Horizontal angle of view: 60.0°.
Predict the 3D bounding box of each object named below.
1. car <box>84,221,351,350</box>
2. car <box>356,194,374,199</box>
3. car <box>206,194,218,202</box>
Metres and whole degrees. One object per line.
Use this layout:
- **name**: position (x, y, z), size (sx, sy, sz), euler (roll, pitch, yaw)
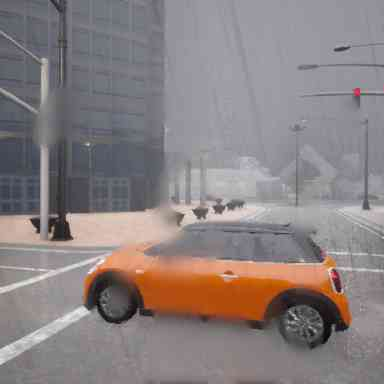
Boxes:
- **car**: position (0.336, 1.333, 6.127), size (4.553, 1.767, 2.097), euler (0, 0, 17)
- **car**: position (42.869, 1.393, 85.251), size (2.128, 1.511, 4.902), euler (0, 0, -35)
- **car**: position (3.745, 1.246, 67.913), size (2.128, 1.511, 4.902), euler (0, 0, -19)
